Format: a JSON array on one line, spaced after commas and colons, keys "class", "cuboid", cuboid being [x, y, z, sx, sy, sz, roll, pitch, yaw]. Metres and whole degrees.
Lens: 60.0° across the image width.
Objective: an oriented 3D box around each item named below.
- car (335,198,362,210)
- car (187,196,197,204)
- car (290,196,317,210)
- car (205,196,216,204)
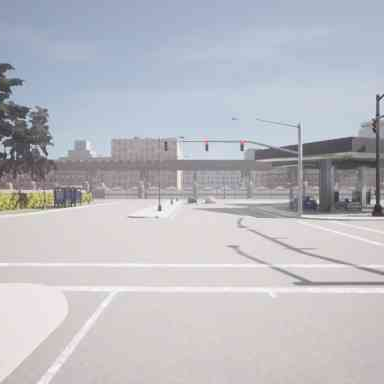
[{"class": "car", "cuboid": [18.994, 1.456, 40.524, 1.970, 1.475, 3.806, 0, 0, 0]}, {"class": "car", "cuboid": [0.061, 1.547, 64.454, 2.033, 1.411, 5.357, 0, 0, 0]}, {"class": "car", "cuboid": [13.248, 1.295, 39.767, 2.242, 1.667, 4.611, 0, 0, 0]}, {"class": "car", "cuboid": [3.561, 1.526, 64.451, 1.812, 1.442, 4.674, 0, 0, 0]}]
